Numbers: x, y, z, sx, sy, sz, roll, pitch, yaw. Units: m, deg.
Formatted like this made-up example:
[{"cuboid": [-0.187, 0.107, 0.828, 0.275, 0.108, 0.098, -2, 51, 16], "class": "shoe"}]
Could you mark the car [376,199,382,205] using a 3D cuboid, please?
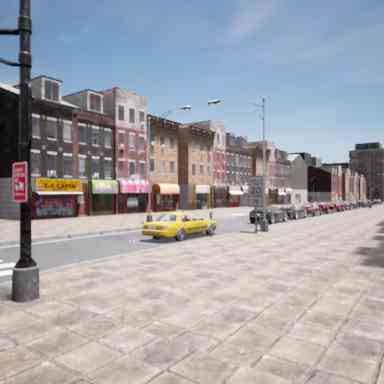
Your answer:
[{"cuboid": [45.152, 2.458, 80.958, 2.008, 1.369, 4.403, -2, -2, 35], "class": "car"}]

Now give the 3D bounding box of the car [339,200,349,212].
[{"cuboid": [19.035, 1.782, 44.311, 1.967, 1.590, 4.097, -1, -1, 35], "class": "car"}]

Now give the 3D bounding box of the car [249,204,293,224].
[{"cuboid": [5.978, 1.713, 25.983, 1.947, 1.339, 4.313, -1, -1, 35], "class": "car"}]

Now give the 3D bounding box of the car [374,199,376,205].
[{"cuboid": [35.359, 2.209, 67.216, 1.887, 1.381, 4.507, -1, -2, 35], "class": "car"}]

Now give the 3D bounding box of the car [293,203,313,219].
[{"cuboid": [9.243, 1.741, 30.565, 2.008, 1.369, 4.403, -1, -1, 35], "class": "car"}]

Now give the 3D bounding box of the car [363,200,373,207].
[{"cuboid": [32.096, 2.144, 62.635, 2.008, 1.369, 4.403, -1, -1, 35], "class": "car"}]

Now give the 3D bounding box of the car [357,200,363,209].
[{"cuboid": [25.566, 2.011, 53.472, 2.008, 1.369, 4.403, -1, -1, 35], "class": "car"}]

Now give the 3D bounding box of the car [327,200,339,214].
[{"cuboid": [15.772, 1.832, 39.728, 1.887, 1.381, 4.507, -1, -1, 35], "class": "car"}]

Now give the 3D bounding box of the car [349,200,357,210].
[{"cuboid": [22.301, 1.950, 48.891, 2.008, 1.369, 4.403, -1, -1, 35], "class": "car"}]

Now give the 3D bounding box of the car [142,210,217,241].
[{"cuboid": [-0.453, 1.596, 16.959, 1.752, 1.417, 4.829, -1, -1, 35], "class": "car"}]

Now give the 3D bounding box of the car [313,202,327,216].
[{"cuboid": [12.507, 1.819, 35.146, 1.802, 1.307, 4.206, -1, -1, 35], "class": "car"}]
